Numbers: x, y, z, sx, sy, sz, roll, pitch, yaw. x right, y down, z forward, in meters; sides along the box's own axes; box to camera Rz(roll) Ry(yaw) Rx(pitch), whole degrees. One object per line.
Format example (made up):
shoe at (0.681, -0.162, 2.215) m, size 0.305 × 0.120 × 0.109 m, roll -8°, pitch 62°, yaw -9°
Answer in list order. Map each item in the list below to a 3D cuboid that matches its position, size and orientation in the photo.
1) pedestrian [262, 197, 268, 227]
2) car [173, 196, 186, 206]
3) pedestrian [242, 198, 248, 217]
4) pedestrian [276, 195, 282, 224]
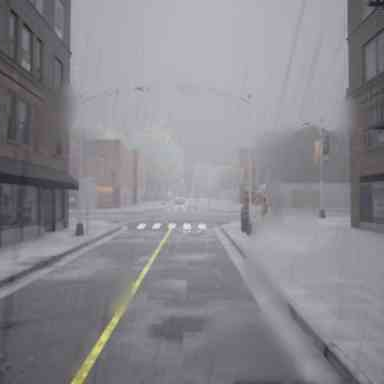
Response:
pedestrian at (4.507, 1.222, 20.714) m, size 0.375 × 1.860 × 0.375 m, roll 1°, pitch -2°, yaw 0°
car at (-2.481, 1.954, 66.114) m, size 2.033 × 1.411 × 5.357 m, roll 0°, pitch 0°, yaw 0°
pedestrian at (3.506, 1.287, 21.912) m, size 0.375 × 1.860 × 0.375 m, roll 1°, pitch -2°, yaw 0°
pedestrian at (5.507, 1.098, 21.318) m, size 0.375 × 1.860 × 0.375 m, roll 1°, pitch -2°, yaw 0°
